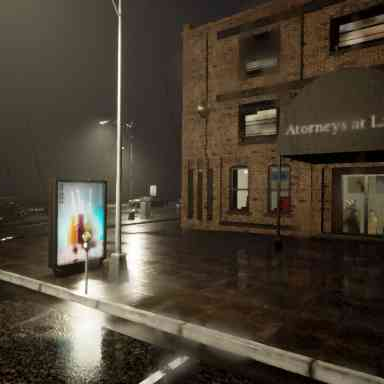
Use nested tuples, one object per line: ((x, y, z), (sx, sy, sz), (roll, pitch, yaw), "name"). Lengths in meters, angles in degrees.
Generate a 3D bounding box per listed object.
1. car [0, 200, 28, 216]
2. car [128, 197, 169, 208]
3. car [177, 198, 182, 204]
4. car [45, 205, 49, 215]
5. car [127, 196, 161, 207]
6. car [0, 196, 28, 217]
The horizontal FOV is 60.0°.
((-17.740, 1.429, 30.340), (1.895, 1.301, 4.718), (1, 1, 33), "car")
((-5.148, 1.315, 42.127), (2.033, 1.411, 5.357), (1, 1, 36), "car")
((-0.410, 1.181, 54.074), (1.812, 1.442, 4.674), (1, 1, 37), "car")
((-10.298, 1.370, 29.178), (1.882, 1.535, 5.008), (1, 1, 36), "car")
((-6.521, 1.315, 45.748), (1.895, 1.301, 4.718), (1, 1, 36), "car")
((-16.000, 1.232, 27.128), (2.097, 1.767, 4.553), (1, 1, 35), "car")
